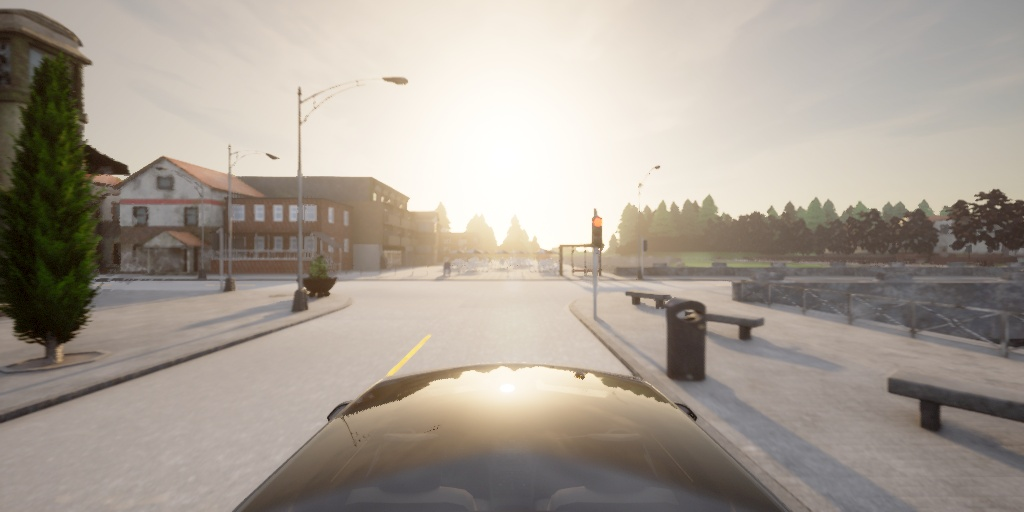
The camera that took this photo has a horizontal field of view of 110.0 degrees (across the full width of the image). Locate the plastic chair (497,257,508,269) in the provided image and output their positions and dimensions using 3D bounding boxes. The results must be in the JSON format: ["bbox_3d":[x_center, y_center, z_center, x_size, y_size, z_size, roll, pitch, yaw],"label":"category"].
[{"bbox_3d":[-1.266,0.990,46.355,0.750,1.272,0.730,0,0,0],"label":"plastic chair"}]

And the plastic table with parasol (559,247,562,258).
[{"bbox_3d":[4.983,0.373,48.456,2.482,2.480,2.482,0,0,0],"label":"plastic table with parasol"}]

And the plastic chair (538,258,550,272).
[{"bbox_3d":[3.435,1.041,38.556,0.750,1.272,0.730,0,0,0],"label":"plastic chair"}]

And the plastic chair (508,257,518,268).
[{"bbox_3d":[0.133,0.983,47.455,0.730,1.272,0.750,0,0,0],"label":"plastic chair"}]

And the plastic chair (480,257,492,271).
[{"bbox_3d":[-2.965,1.028,40.455,0.730,1.272,0.750,0,0,0],"label":"plastic chair"}]

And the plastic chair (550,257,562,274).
[{"bbox_3d":[4.835,1.034,39.656,0.730,1.272,0.750,0,0,0],"label":"plastic chair"}]

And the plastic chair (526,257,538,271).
[{"bbox_3d":[2.235,1.033,39.856,0.730,1.272,0.750,0,0,0],"label":"plastic chair"}]

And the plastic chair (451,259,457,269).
[{"bbox_3d":[-7.063,0.993,45.986,0.750,1.272,0.730,0,0,-1],"label":"plastic chair"}]

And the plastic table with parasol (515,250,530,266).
[{"bbox_3d":[1.152,0.329,55.165,2.482,2.480,2.482,0,0,0],"label":"plastic table with parasol"}]

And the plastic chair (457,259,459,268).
[{"bbox_3d":[-5.565,1.027,40.654,0.730,1.272,0.750,0,0,0],"label":"plastic chair"}]

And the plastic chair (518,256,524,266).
[{"bbox_3d":[1.036,0.941,53.987,0.750,1.272,0.730,0,0,-1],"label":"plastic chair"}]

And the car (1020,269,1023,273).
[{"bbox_3d":[38.363,1.080,24.744,5.008,1.535,1.882,0,0,0],"label":"car"}]

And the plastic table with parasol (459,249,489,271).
[{"bbox_3d":[-4.245,0.424,40.574,2.482,2.480,2.482,0,0,0],"label":"plastic table with parasol"}]

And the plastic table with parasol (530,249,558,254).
[{"bbox_3d":[3.575,0.429,39.826,2.482,2.480,2.482,0,0,0],"label":"plastic table with parasol"}]

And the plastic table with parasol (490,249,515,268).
[{"bbox_3d":[-1.217,0.379,47.555,2.482,2.480,2.482,0,0,0],"label":"plastic table with parasol"}]

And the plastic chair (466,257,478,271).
[{"bbox_3d":[-4.365,1.036,39.354,0.750,1.272,0.730,0,0,0],"label":"plastic chair"}]

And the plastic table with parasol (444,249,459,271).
[{"bbox_3d":[-7.137,0.381,47.164,2.482,2.480,2.482,0,0,0],"label":"plastic table with parasol"}]
